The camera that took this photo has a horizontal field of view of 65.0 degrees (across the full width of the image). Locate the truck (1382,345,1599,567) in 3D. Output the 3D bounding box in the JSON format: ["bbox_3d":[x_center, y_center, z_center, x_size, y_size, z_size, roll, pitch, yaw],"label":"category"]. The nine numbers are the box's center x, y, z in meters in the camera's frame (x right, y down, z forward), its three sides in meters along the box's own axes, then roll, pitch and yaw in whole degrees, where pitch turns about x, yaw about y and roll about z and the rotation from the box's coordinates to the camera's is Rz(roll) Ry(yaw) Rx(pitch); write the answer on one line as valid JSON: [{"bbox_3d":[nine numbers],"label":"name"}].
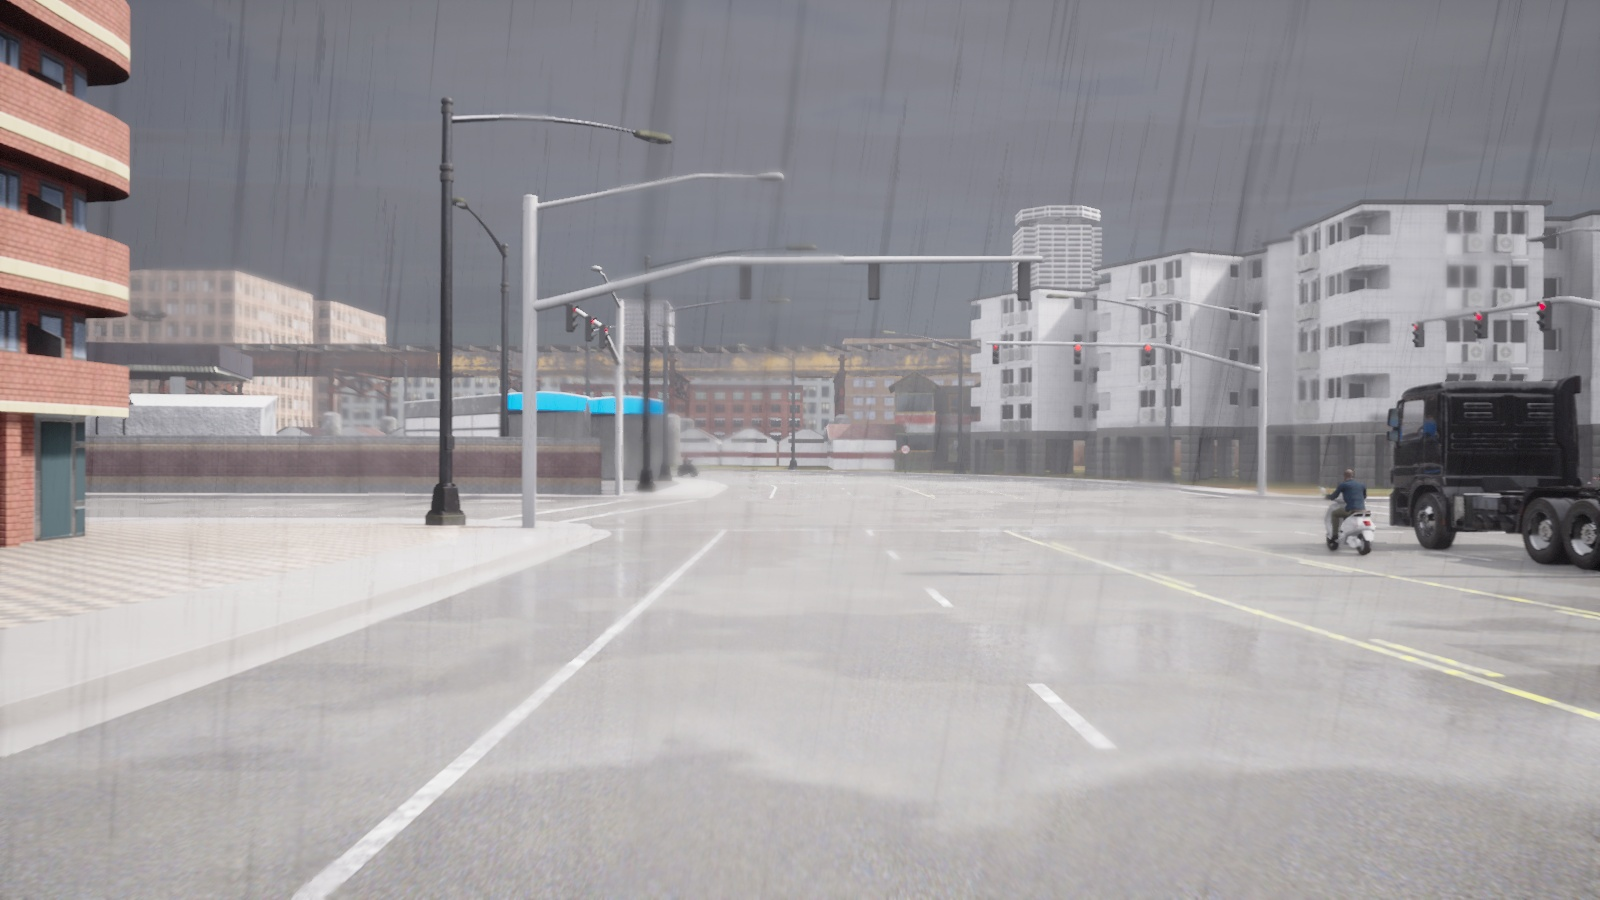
[{"bbox_3d":[13.940,0.127,22.947,2.891,3.462,7.936,0,-1,0],"label":"truck"}]

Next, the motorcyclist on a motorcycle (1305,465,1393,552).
[{"bbox_3d":[10.442,1.085,23.946,0.866,1.590,1.817,0,-1,0],"label":"motorcyclist on a motorcycle"}]

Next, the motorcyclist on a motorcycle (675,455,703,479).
[{"bbox_3d":[-7.952,1.207,89.743,0.766,1.649,2.350,-1,1,-39],"label":"motorcyclist on a motorcycle"}]
